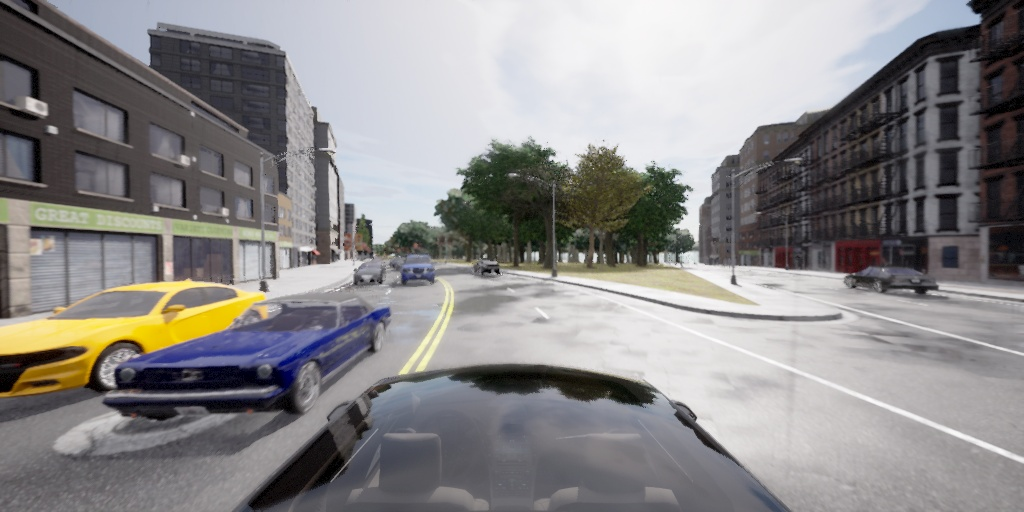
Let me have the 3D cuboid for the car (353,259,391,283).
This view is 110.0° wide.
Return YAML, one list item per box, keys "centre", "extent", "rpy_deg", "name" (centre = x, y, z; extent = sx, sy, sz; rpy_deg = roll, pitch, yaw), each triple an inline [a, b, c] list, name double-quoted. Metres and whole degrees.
- centre: [-10.154, 1.251, 25.842]
  extent: [2.128, 1.511, 4.902]
  rpy_deg: [-1, 0, -16]
  name: "car"

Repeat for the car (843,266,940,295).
- centre: [20.538, 1.274, 19.728]
  extent: [2.033, 1.411, 5.357]
  rpy_deg: [0, 0, 22]
  name: "car"

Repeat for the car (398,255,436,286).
- centre: [-6.690, 0.927, 25.649]
  extent: [2.150, 2.045, 5.566]
  rpy_deg: [-1, 0, -15]
  name: "car"

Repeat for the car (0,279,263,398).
- centre: [-6.954, 1.270, 6.958]
  extent: [1.882, 1.535, 5.008]
  rpy_deg: [0, 0, -5]
  name: "car"

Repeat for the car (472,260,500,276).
- centre: [-2.571, 1.113, 35.195]
  extent: [1.837, 1.490, 4.892]
  rpy_deg: [0, 0, -19]
  name: "car"

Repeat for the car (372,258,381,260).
- centre: [-18.194, 1.295, 48.718]
  extent: [1.994, 1.385, 4.181]
  rpy_deg: [-1, 0, -20]
  name: "car"

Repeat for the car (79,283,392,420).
- centre: [-3.591, 1.366, 6.082]
  extent: [1.895, 1.301, 4.718]
  rpy_deg: [0, 0, -3]
  name: "car"

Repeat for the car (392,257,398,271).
- centre: [-14.883, 1.178, 49.164]
  extent: [2.128, 1.511, 4.902]
  rpy_deg: [-1, 0, -20]
  name: "car"
